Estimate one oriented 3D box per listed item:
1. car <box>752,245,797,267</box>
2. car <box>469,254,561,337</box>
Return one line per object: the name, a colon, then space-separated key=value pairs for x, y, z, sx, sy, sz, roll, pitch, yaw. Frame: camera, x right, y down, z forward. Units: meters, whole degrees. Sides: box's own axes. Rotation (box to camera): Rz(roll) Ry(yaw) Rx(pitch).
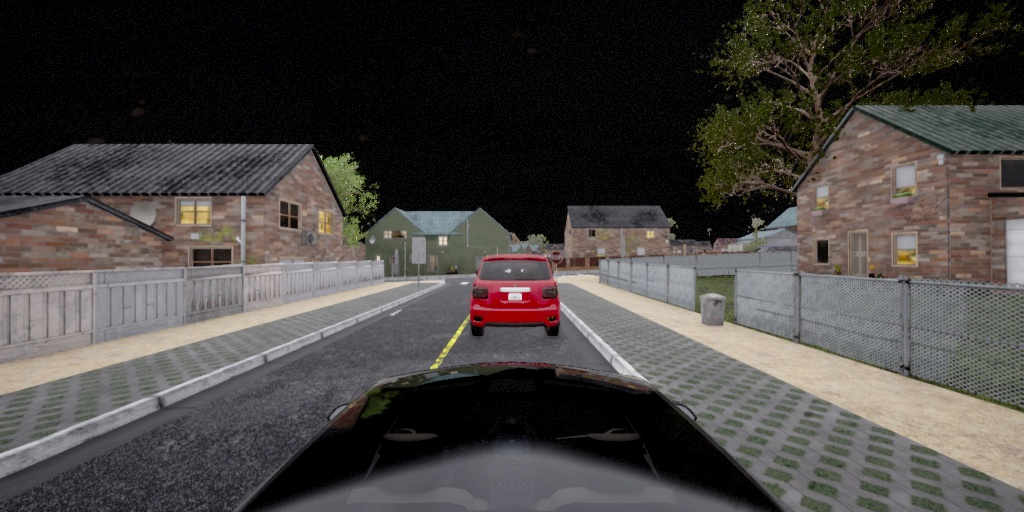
car: x=24.311 y=0.057 z=33.755 sx=5.566 sy=2.045 sz=2.150 roll=-2 pitch=0 yaw=0
car: x=0.076 y=0.974 z=10.424 sx=2.150 sy=2.045 sz=5.566 roll=0 pitch=0 yaw=0
